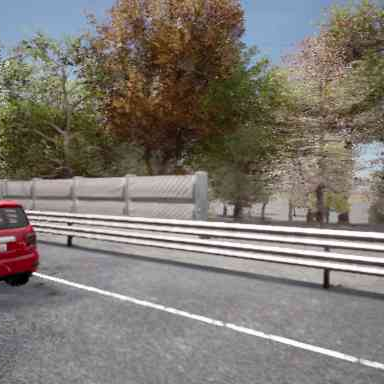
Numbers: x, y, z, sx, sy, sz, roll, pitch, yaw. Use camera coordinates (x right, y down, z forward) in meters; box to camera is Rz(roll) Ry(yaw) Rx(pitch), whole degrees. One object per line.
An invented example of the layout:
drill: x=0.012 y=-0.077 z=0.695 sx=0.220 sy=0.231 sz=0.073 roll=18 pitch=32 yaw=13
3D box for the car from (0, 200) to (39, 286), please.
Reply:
car: x=-6.021 y=1.203 z=8.174 sx=5.566 sy=2.045 sz=2.150 roll=0 pitch=0 yaw=36
